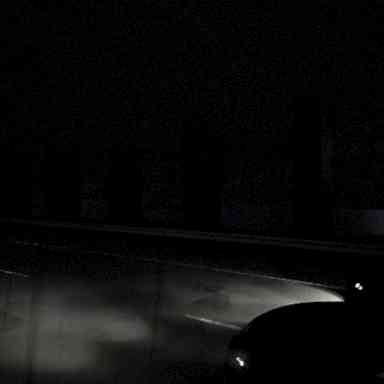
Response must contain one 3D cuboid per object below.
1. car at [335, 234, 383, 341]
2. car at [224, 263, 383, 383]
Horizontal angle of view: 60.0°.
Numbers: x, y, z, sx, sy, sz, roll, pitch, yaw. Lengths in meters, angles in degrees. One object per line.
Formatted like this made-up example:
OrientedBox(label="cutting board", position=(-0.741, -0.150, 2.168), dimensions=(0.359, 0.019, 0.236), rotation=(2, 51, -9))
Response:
OrientedBox(label="car", position=(4.639, 1.581, 5.087), dimensions=(4.181, 1.385, 1.994), rotation=(0, 0, 35))
OrientedBox(label="car", position=(2.548, 1.500, 2.293), dimensions=(4.902, 1.511, 2.128), rotation=(0, 0, 35))
